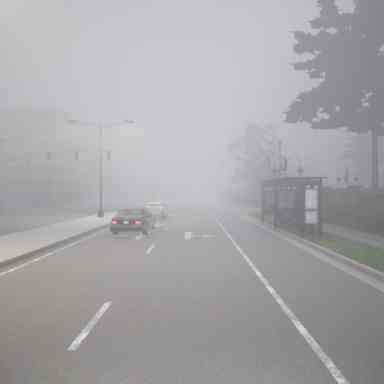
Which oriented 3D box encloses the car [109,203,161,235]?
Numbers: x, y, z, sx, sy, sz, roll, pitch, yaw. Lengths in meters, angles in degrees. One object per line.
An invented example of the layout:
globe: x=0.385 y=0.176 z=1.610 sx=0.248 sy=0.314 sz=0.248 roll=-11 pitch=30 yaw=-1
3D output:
car: x=-3.234 y=1.563 z=18.940 sx=2.033 sy=1.411 sz=5.357 roll=0 pitch=0 yaw=0

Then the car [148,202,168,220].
car: x=-3.152 y=1.552 z=28.463 sx=1.812 sy=1.442 sz=4.674 roll=0 pitch=0 yaw=1
